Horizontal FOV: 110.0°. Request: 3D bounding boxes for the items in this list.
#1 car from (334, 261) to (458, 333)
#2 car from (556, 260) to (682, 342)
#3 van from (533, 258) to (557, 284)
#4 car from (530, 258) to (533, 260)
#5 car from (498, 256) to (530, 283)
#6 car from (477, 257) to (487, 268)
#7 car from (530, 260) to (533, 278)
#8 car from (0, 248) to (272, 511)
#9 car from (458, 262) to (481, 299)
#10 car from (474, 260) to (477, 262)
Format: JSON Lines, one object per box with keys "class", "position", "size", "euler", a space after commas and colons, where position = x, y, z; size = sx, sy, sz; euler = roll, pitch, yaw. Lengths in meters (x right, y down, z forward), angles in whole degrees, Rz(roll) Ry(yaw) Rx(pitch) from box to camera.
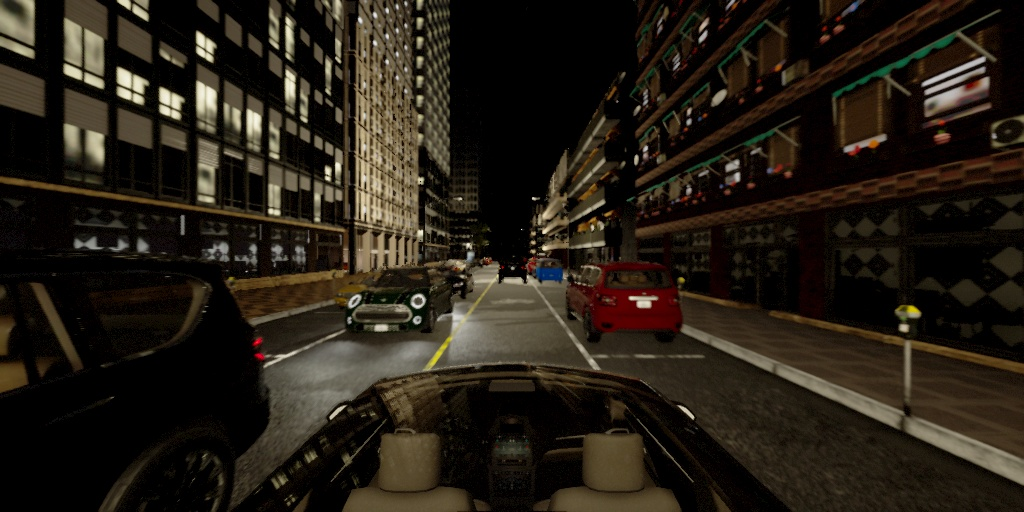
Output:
{"class": "car", "position": [-3.090, 1.104, 10.719], "size": [2.097, 1.767, 4.553], "euler": [0, 0, 0]}
{"class": "car", "position": [2.693, 1.067, 9.693], "size": [2.192, 1.841, 5.009], "euler": [0, 0, 0]}
{"class": "van", "position": [2.698, 1.100, 26.345], "size": [1.690, 1.789, 3.998], "euler": [0, 0, 0]}
{"class": "car", "position": [2.701, 1.081, 37.447], "size": [2.192, 1.841, 5.009], "euler": [0, 0, 0]}
{"class": "car", "position": [0.067, 0.984, 28.266], "size": [2.150, 2.045, 5.566], "euler": [0, 0, 0]}
{"class": "car", "position": [-5.673, 1.334, 59.652], "size": [2.007, 1.370, 4.403], "euler": [0, 0, 0]}
{"class": "car", "position": [2.699, 1.313, 31.896], "size": [2.007, 1.370, 4.403], "euler": [0, 0, 0]}
{"class": "car", "position": [-3.095, 0.973, 0.688], "size": [2.150, 2.045, 5.566], "euler": [0, 0, 0]}
{"class": "car", "position": [-2.995, 1.247, 18.094], "size": [2.128, 1.511, 4.902], "euler": [0, 0, 0]}
{"class": "car", "position": [-5.678, 1.321, 43.000], "size": [2.007, 1.370, 4.403], "euler": [0, 0, 0]}
